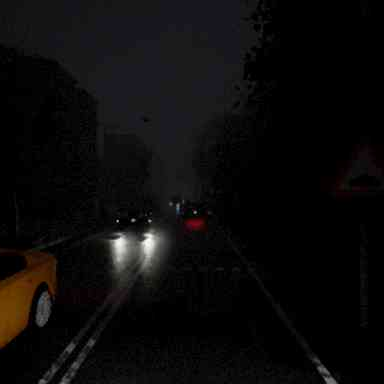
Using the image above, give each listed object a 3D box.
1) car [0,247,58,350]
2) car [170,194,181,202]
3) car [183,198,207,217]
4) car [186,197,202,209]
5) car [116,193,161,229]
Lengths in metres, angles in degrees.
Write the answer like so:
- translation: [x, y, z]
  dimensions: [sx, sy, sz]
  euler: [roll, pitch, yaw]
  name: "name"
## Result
- translation: [-3.334, 1.463, 3.936]
  dimensions: [1.882, 1.535, 5.008]
  euler: [0, 0, 0]
  name: "car"
- translation: [-3.037, 1.136, 61.917]
  dimensions: [1.882, 1.535, 5.008]
  euler: [0, 0, 1]
  name: "car"
- translation: [0.256, 1.388, 29.357]
  dimensions: [1.837, 1.490, 4.892]
  euler: [0, 0, 0]
  name: "car"
- translation: [0.270, 1.397, 43.893]
  dimensions: [1.895, 1.301, 4.718]
  euler: [0, 0, 1]
  name: "car"
- translation: [-3.222, 1.134, 21.141]
  dimensions: [2.150, 2.045, 5.566]
  euler: [0, 1, 1]
  name: "car"
